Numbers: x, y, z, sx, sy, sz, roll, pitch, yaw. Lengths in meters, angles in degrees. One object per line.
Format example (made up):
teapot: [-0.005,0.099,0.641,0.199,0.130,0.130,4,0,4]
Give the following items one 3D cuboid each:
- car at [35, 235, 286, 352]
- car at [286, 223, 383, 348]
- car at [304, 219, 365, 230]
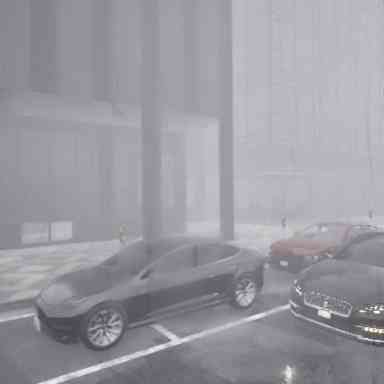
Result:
car: [-0.511,1.546,6.173,4.313,1.339,1.947,0,0,-35]
car: [3.852,1.463,6.125,4.892,1.490,1.837,0,0,-35]
car: [4.087,1.490,9.453,4.507,1.381,1.887,0,0,-35]
